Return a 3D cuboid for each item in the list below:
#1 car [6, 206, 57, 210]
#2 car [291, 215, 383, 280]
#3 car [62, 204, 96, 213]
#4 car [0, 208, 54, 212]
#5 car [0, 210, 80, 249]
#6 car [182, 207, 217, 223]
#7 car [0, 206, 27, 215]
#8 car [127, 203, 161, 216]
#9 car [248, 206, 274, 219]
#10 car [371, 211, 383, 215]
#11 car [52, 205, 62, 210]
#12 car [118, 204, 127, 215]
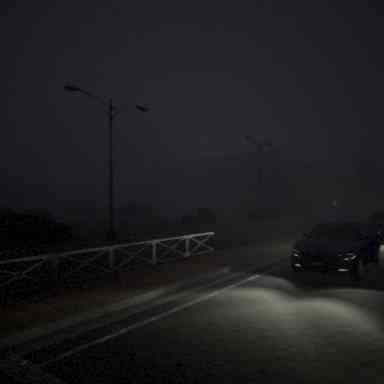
[{"bbox_3d":[-15.460,2.375,32.120,1.845,1.501,3.633,-2,-2,38],"label":"car"},{"bbox_3d":[4.930,1.724,11.067,1.882,1.535,5.008,-2,-2,38],"label":"car"},{"bbox_3d":[-19.408,2.959,58.311,2.152,1.636,5.027,-2,-2,38],"label":"car"},{"bbox_3d":[-10.903,1.974,18.768,2.152,1.636,5.027,-2,-2,38],"label":"car"},{"bbox_3d":[-8.407,1.902,16.869,2.007,1.523,4.514,-2,-2,38],"label":"car"},{"bbox_3d":[0.762,2.277,33.337,1.970,1.475,3.806,-2,-2,38],"label":"car"},{"bbox_3d":[-31.886,3.265,58.749,2.007,1.523,4.514,-2,-2,38],"label":"car"},{"bbox_3d":[-6.821,2.499,48.929,1.932,1.855,4.605,-2,-2,38],"label":"car"},{"bbox_3d":[7.695,2.290,37.323,1.845,1.501,3.633,-2,-2,38],"label":"car"},{"bbox_3d":[11.007,1.890,18.925,1.837,1.490,4.892,-2,-2,38],"label":"car"},{"bbox_3d":[-24.648,3.200,62.023,1.970,1.475,3.806,-2,-2,38],"label":"car"},{"bbox_3d":[-9.359,2.549,50.402,1.905,1.878,3.866,-2,-2,38],"label":"car"}]
